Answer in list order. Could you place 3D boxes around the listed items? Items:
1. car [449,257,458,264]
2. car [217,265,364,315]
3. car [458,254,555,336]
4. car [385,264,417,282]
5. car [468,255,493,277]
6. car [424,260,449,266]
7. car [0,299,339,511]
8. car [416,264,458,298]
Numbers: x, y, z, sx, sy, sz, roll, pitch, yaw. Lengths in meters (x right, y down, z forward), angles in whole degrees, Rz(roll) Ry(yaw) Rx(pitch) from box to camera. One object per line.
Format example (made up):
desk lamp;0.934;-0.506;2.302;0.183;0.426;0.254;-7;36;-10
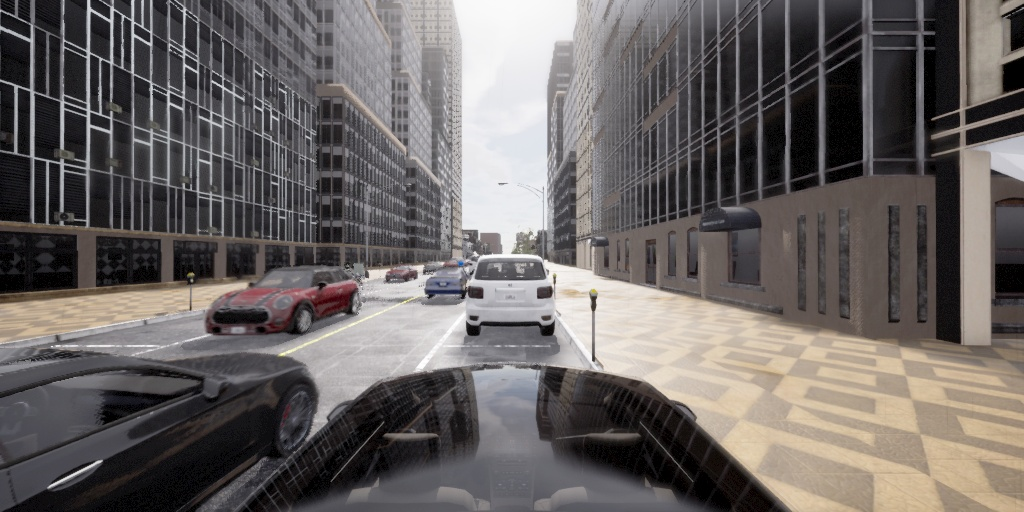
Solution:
car;-8.836;1.273;51.803;1.888;1.381;4.507;0;0;0
car;-6.245;1.101;10.421;2.097;1.767;4.553;0;0;0
car;-0.039;0.977;10.529;2.150;2.045;5.566;0;0;0
car;-8.835;1.325;29.033;1.802;1.307;4.207;0;0;0
car;-3.147;0.959;36.850;2.150;2.045;5.566;0;0;0
car;-8.836;1.286;40.419;2.007;1.370;4.403;0;0;0
car;-3.060;1.276;2.070;1.812;1.442;4.674;0;0;0
car;-3.045;1.295;18.322;2.033;1.411;5.357;0;0;0
